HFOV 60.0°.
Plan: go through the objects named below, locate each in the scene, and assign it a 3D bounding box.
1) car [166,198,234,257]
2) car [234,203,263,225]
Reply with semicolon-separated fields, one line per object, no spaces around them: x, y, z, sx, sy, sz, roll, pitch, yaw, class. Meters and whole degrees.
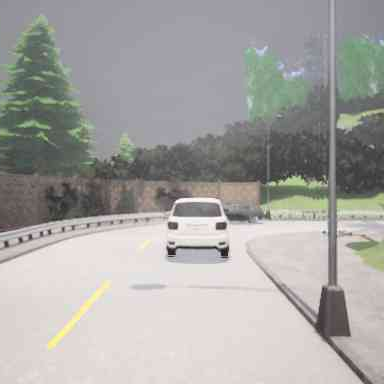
0.306;1.252;13.204;2.150;2.045;5.566;0;0;3;car
2.693;1.546;23.806;4.902;1.511;2.128;0;-1;-17;car
